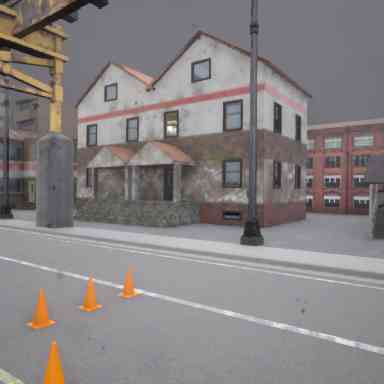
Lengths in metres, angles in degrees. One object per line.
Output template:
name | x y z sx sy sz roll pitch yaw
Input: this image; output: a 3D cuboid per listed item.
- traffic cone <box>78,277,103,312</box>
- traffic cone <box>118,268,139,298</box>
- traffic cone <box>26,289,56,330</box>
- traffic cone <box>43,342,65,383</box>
traffic cone | -1.972 1.949 6.449 0.340 0.580 0.340 0 0 36
traffic cone | -1.386 1.949 7.260 0.340 0.580 0.340 0 0 36
traffic cone | -2.557 1.949 5.638 0.340 0.580 0.340 0 0 36
traffic cone | -1.520 1.952 3.657 0.340 0.580 0.340 0 0 36
